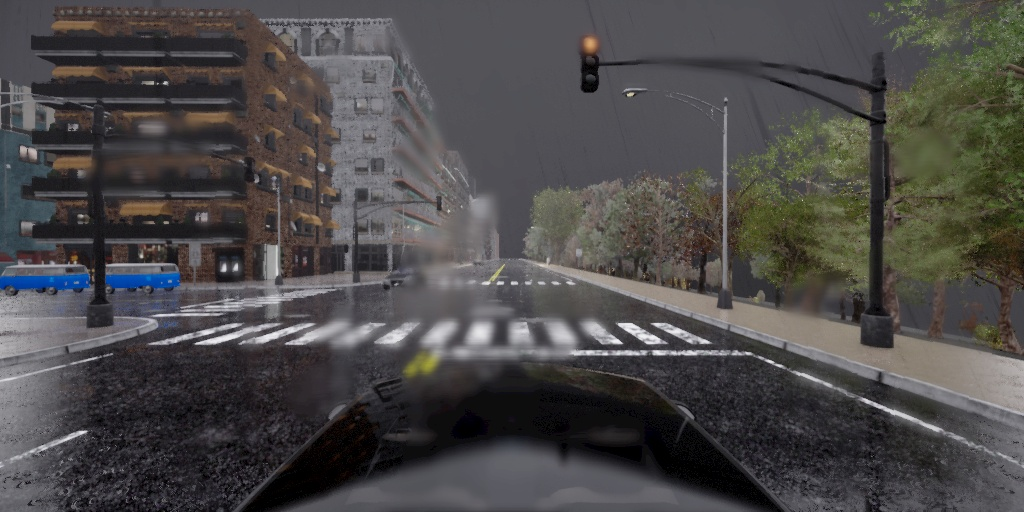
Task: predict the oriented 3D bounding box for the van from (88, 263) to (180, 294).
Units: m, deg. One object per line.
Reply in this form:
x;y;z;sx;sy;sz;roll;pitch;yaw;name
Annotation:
-22.759;1.350;21.904;3.998;1.789;1.690;0;0;-1;van

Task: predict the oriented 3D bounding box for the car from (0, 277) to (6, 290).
-22.655;1.623;13.557;4.207;1.307;1.802;0;0;-1;car

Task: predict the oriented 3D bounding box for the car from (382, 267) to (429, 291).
-6.545;1.398;22.447;1.994;1.385;4.181;-1;1;0;car

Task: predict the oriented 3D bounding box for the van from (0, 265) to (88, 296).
-28.360;1.423;21.816;3.998;1.789;1.690;0;0;-1;van
